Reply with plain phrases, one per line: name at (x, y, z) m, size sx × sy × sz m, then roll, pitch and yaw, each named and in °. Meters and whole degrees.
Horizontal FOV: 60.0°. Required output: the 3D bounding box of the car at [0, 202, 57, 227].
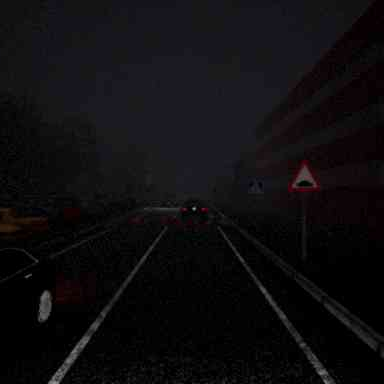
car at (-9.549, 1.420, 15.601) m, size 5.366 × 1.575 × 1.946 m, roll 0°, pitch 0°, yaw 0°

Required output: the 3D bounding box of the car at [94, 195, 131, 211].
car at (-9.405, 1.356, 35.381) m, size 5.008 × 1.535 × 2.097 m, roll 0°, pitch 0°, yaw 0°

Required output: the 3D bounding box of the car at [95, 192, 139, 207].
car at (-9.395, 1.079, 41.032) m, size 5.566 × 2.045 × 2.435 m, roll 0°, pitch 0°, yaw 0°

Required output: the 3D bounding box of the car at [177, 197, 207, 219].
car at (0.159, 1.285, 25.001) m, size 2.033 × 1.411 × 5.357 m, roll 0°, pitch -2°, yaw 0°

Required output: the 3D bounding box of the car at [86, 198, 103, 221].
car at (-9.354, 1.425, 24.079) m, size 4.792 × 1.488 × 2.163 m, roll 0°, pitch 0°, yaw 0°

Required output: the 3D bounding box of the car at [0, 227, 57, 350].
car at (-3.347, 1.501, 4.141) m, size 1.837 × 1.490 × 4.892 m, roll 0°, pitch 0°, yaw 0°

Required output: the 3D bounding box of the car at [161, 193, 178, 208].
car at (-3.106, 1.127, 47.736) m, size 2.150 × 2.045 × 5.566 m, roll 0°, pitch 0°, yaw 1°

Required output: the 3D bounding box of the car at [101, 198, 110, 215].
car at (-9.393, 1.426, 26.905) m, size 4.674 × 1.452 × 2.002 m, roll 0°, pitch 0°, yaw 0°

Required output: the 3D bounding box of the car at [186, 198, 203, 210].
car at (0.276, 1.466, 42.762) m, size 2.033 × 1.411 × 5.357 m, roll 0°, pitch 0°, yaw 0°

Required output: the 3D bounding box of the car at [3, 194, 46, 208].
car at (-21.940, 1.183, 43.747) m, size 4.553 × 1.767 × 2.185 m, roll 0°, pitch 0°, yaw 0°

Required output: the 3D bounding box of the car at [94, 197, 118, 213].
car at (-9.394, 1.417, 29.730) m, size 4.674 × 1.452 × 2.002 m, roll 0°, pitch 0°, yaw 0°

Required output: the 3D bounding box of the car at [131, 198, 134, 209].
car at (-9.414, 1.384, 38.209) m, size 4.674 × 1.452 × 2.002 m, roll 0°, pitch 0°, yaw 0°

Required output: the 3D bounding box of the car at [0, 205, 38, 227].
car at (-9.172, 1.429, 12.776) m, size 5.366 × 1.575 × 1.946 m, roll 0°, pitch 0°, yaw 0°

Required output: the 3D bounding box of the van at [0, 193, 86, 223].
van at (-9.494, 1.179, 21.252) m, size 4.442 × 1.987 × 1.878 m, roll 0°, pitch 0°, yaw 0°

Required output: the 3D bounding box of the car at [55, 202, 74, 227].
car at (-9.368, 1.454, 18.427) m, size 4.674 × 1.452 × 2.002 m, roll 0°, pitch 0°, yaw 0°
